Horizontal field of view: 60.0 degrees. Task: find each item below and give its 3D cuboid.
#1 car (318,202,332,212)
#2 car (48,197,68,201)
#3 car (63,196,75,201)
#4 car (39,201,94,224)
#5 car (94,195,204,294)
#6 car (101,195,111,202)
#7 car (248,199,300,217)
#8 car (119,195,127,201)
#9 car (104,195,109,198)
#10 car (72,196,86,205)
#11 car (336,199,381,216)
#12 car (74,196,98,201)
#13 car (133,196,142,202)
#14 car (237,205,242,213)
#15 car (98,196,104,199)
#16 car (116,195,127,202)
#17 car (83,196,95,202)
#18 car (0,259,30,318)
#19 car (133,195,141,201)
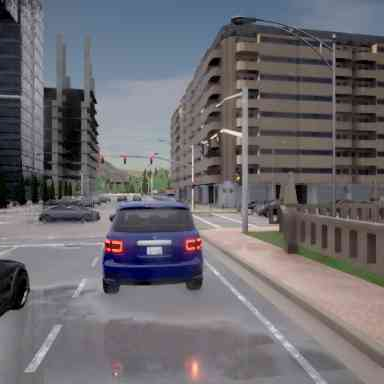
[{"bbox_3d":[16.135,1.560,36.085,4.892,1.490,1.837,0,0,-10],"label":"car"},{"bbox_3d":[-17.459,1.601,42.000,1.895,1.301,4.718,0,0,-10],"label":"car"},{"bbox_3d":[-18.958,1.352,50.769,2.097,1.767,4.553,0,0,-10],"label":"car"},{"bbox_3d":[-8.900,1.592,24.339,4.181,1.385,1.994,0,0,-10],"label":"car"},{"bbox_3d":[-1.088,1.221,9.059,2.150,2.045,5.566,0,0,-8],"label":"car"},{"bbox_3d":[-19.726,1.512,76.492,1.812,1.442,4.674,0,0,-10],"label":"car"},{"bbox_3d":[8.029,1.407,31.095,4.553,1.767,2.097,0,0,-10],"label":"car"},{"bbox_3d":[-17.922,1.548,86.681,1.994,1.385,4.181,0,0,-10],"label":"car"},{"bbox_3d":[-17.805,1.564,65.143,1.994,1.385,4.181,0,0,-10],"label":"car"},{"bbox_3d":[-20.685,1.526,61.078,1.812,1.442,4.674,0,0,-9],"label":"car"},{"bbox_3d":[16.524,1.619,32.596,4.181,1.385,1.994,0,0,-10],"label":"car"},{"bbox_3d":[-14.646,1.505,46.338,1.837,1.490,4.892,0,0,-10],"label":"car"},{"bbox_3d":[-12.772,1.548,77.356,1.994,1.385,4.181,0,0,-10],"label":"car"},{"bbox_3d":[7.060,1.560,34.478,4.892,1.490,1.837,0,0,-10],"label":"car"},{"bbox_3d":[-16.161,1.526,55.235,1.812,1.442,4.674,0,0,-10],"label":"car"},{"bbox_3d":[-16.202,1.524,76.651,2.128,1.511,4.902,0,0,-10],"label":"car"},{"bbox_3d":[-22.742,1.551,73.373,1.994,1.385,4.181,0,0,-10],"label":"car"},{"bbox_3d":[-4.092,1.564,5.077,1.994,1.385,4.181,0,0,-7],"label":"car"},{"bbox_3d":[-14.472,1.535,87.273,2.033,1.411,5.357,0,0,-10],"label":"car"}]
